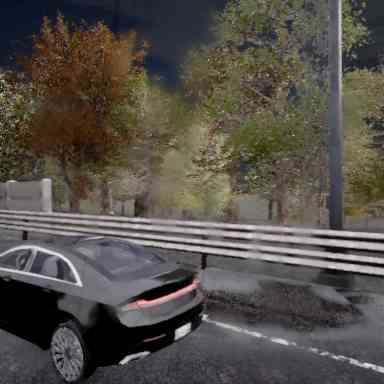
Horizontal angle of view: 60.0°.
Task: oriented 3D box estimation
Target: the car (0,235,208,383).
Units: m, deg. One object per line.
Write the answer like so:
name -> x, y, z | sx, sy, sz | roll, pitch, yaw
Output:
car -> -2.084, 1.470, 5.422 | 4.902, 1.511, 2.128 | 0, 0, 35
